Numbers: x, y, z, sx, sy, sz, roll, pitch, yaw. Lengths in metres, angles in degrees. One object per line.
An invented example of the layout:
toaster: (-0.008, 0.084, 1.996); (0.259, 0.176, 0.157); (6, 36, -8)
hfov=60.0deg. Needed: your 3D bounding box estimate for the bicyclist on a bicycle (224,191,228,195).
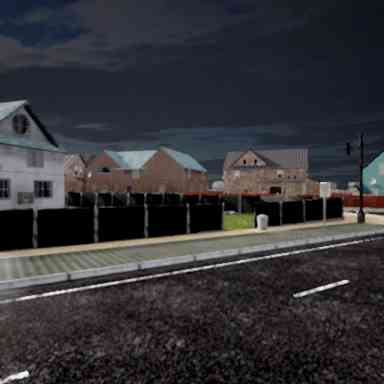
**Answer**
bicyclist on a bicycle: (3.987, 0.754, 38.821); (0.582, 1.620, 1.656); (1, 1, 19)
